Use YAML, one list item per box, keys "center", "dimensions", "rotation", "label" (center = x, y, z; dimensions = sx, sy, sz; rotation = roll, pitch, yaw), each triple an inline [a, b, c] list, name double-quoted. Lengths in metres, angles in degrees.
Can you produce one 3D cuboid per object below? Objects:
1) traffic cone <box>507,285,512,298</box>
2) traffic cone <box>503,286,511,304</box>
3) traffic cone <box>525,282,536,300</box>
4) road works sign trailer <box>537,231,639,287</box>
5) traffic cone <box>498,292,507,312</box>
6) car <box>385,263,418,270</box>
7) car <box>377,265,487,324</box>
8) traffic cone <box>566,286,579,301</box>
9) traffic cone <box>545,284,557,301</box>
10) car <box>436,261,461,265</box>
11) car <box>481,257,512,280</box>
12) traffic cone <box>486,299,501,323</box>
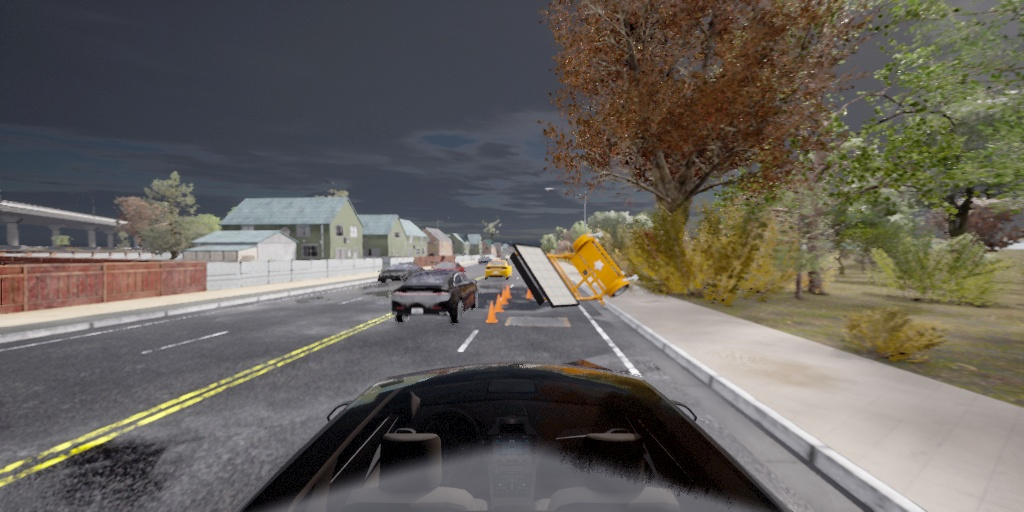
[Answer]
- center: [-0.187, 1.647, 16.737]
  dimensions: [0.340, 0.580, 0.340]
  rotation: [0, 0, 4]
  label: "traffic cone"
- center: [-0.326, 1.655, 14.742]
  dimensions: [0.340, 0.580, 0.340]
  rotation: [0, 0, 4]
  label: "traffic cone"
- center: [0.810, 1.644, 16.668]
  dimensions: [0.340, 0.580, 0.340]
  rotation: [0, 0, 4]
  label: "traffic cone"
- center: [2.854, -0.899, 12.948]
  dimensions: [2.880, 3.560, 2.380]
  rotation: [0, 0, -40]
  label: "road works sign trailer"
- center: [-0.464, 1.664, 12.747]
  dimensions: [0.340, 0.580, 0.340]
  rotation: [0, 0, 4]
  label: "traffic cone"
- center: [-8.004, 1.221, 26.543]
  dimensions: [2.033, 1.411, 5.357]
  rotation: [0, 0, 4]
  label: "car"
- center: [-2.306, 1.209, 11.793]
  dimensions: [2.128, 1.511, 4.902]
  rotation: [0, 0, 4]
  label: "car"
- center: [2.805, 1.639, 16.529]
  dimensions: [0.340, 0.580, 0.340]
  rotation: [0, 0, 4]
  label: "traffic cone"
- center: [1.807, 1.641, 16.600]
  dimensions: [0.340, 0.580, 0.340]
  rotation: [0, 0, 4]
  label: "traffic cone"
- center: [-4.747, 1.141, 26.467]
  dimensions: [1.882, 1.535, 5.008]
  rotation: [0, 0, 4]
  label: "car"
- center: [-1.051, 1.115, 29.895]
  dimensions: [1.882, 1.535, 5.008]
  rotation: [0, 0, 4]
  label: "car"
- center: [-0.602, 1.672, 10.752]
  dimensions: [0.340, 0.580, 0.340]
  rotation: [0, 0, 4]
  label: "traffic cone"
